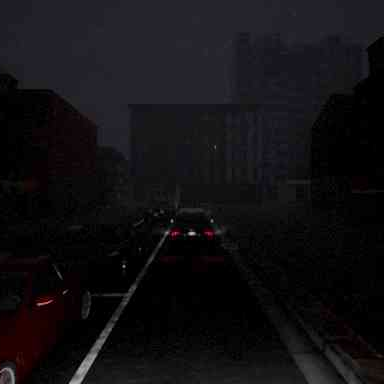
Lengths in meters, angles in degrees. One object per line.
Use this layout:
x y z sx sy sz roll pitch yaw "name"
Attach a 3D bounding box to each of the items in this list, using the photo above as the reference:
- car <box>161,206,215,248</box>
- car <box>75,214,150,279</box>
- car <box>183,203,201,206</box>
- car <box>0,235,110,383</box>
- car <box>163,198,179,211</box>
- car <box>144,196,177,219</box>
0.000 1.571 14.654 2.033 1.411 5.357 0 0 0 "car"
-2.621 1.569 10.103 1.947 1.339 4.313 1 0 0 "car"
0.000 1.641 29.688 1.895 1.301 4.718 0 0 0 "car"
-2.621 1.581 4.571 1.802 1.307 4.206 1 0 0 "car"
-2.621 1.568 43.127 1.752 1.417 4.829 1 0 0 "car"
-2.615 1.334 26.701 2.192 1.841 5.009 1 0 0 "car"
